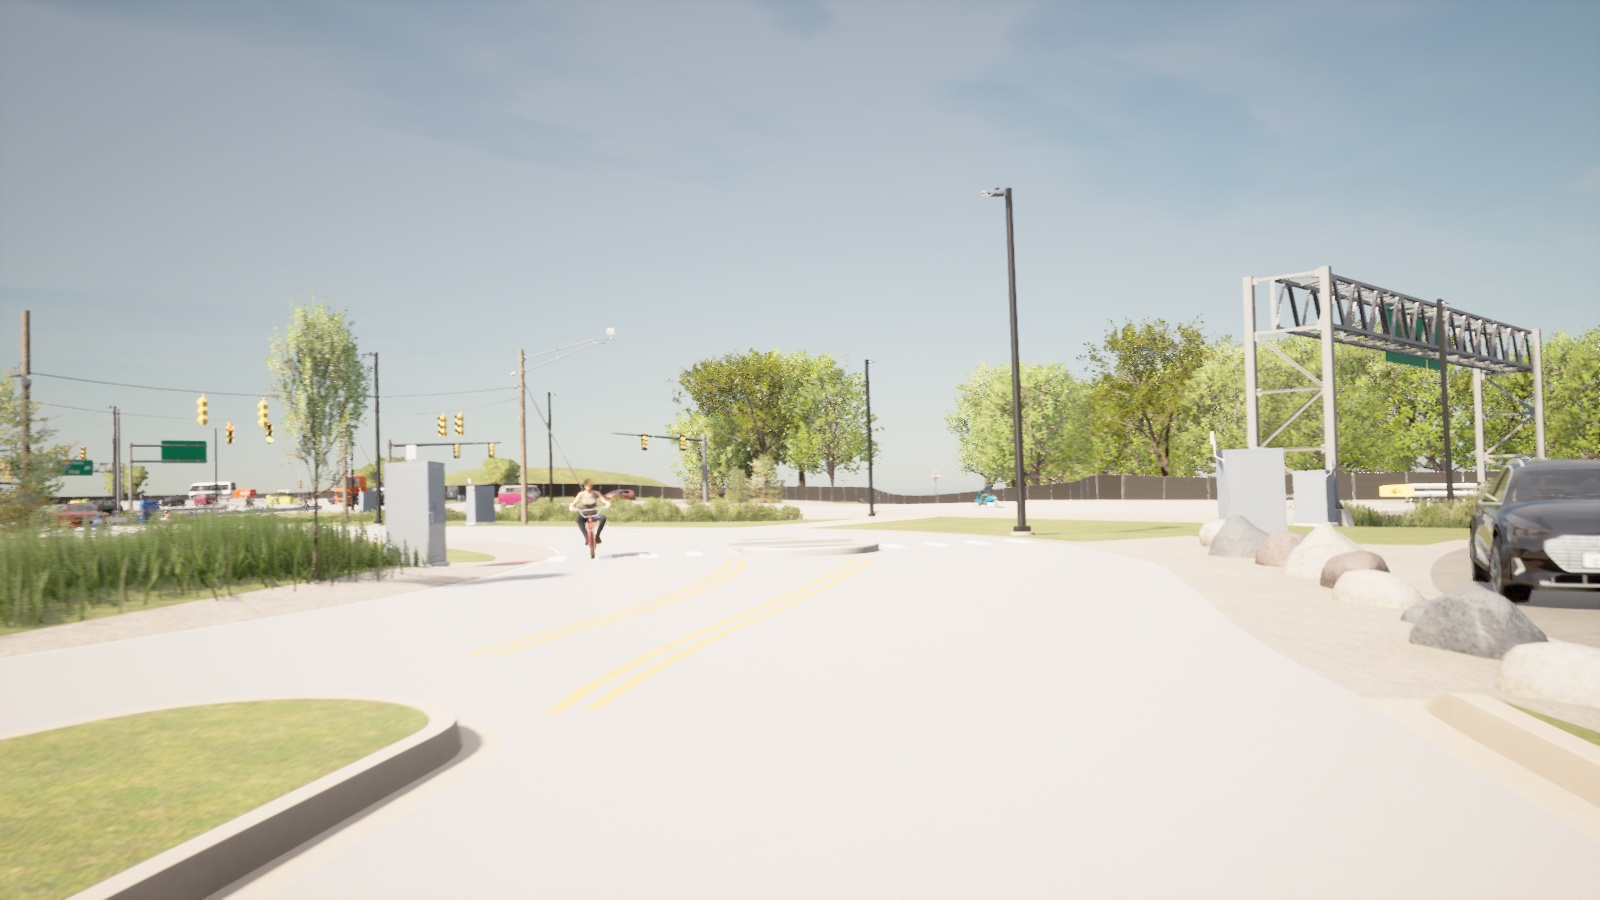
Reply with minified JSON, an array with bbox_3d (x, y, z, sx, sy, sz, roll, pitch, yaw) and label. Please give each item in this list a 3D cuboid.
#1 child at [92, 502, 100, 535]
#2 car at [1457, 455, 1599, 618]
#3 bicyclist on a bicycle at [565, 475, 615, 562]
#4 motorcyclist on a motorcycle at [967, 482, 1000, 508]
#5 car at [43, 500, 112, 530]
[{"bbox_3d":[-27.096,2.647,48.337,0.270,1.263,0.437,0,-3,-27],"label":"child"},{"bbox_3d":[9.183,0.918,14.951,2.033,1.649,4.856,-1,-1,23],"label":"car"},{"bbox_3d":[-4.151,1.334,24.786,0.866,1.612,1.509,-3,-1,-10],"label":"bicyclist on a bicycle"},{"bbox_3d":[11.238,2.775,76.912,1.817,1.590,0.866,-2,-2,44],"label":"motorcyclist on a motorcycle"},{"bbox_3d":[-38.440,3.446,66.765,5.008,1.535,1.882,-3,-3,44],"label":"car"}]
